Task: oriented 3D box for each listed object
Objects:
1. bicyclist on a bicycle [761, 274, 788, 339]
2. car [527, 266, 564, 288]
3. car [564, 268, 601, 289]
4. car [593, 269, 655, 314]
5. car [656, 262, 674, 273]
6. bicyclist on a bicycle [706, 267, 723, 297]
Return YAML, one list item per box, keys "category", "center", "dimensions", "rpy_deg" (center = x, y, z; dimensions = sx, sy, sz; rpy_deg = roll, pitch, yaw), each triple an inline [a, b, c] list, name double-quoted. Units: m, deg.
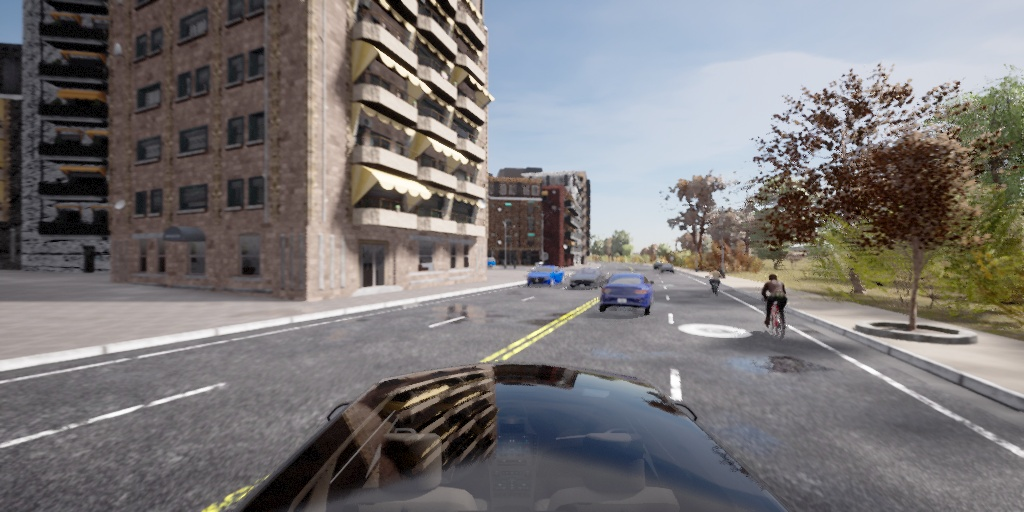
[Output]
- category: "bicyclist on a bicycle"
  center: [6.970, 1.307, 9.525]
  dimensions: [0.582, 1.620, 1.656]
  rpy_deg: [0, -1, 23]
- category: "car"
  center: [2.633, 1.473, 27.115]
  dimensions: [1.882, 1.535, 5.008]
  rpy_deg: [0, -1, 22]
- category: "car"
  center: [5.490, 1.541, 25.496]
  dimensions: [2.033, 1.411, 5.357]
  rpy_deg: [0, -1, 22]
- category: "car"
  center: [4.737, 1.416, 14.636]
  dimensions: [1.812, 1.442, 4.674]
  rpy_deg: [0, -1, 23]
- category: "car"
  center: [23.682, 1.879, 55.025]
  dimensions: [2.033, 1.411, 5.357]
  rpy_deg: [0, -1, 19]
- category: "bicyclist on a bicycle"
  center: [11.284, 1.405, 19.935]
  dimensions: [0.866, 1.612, 1.509]
  rpy_deg: [0, -1, 22]
